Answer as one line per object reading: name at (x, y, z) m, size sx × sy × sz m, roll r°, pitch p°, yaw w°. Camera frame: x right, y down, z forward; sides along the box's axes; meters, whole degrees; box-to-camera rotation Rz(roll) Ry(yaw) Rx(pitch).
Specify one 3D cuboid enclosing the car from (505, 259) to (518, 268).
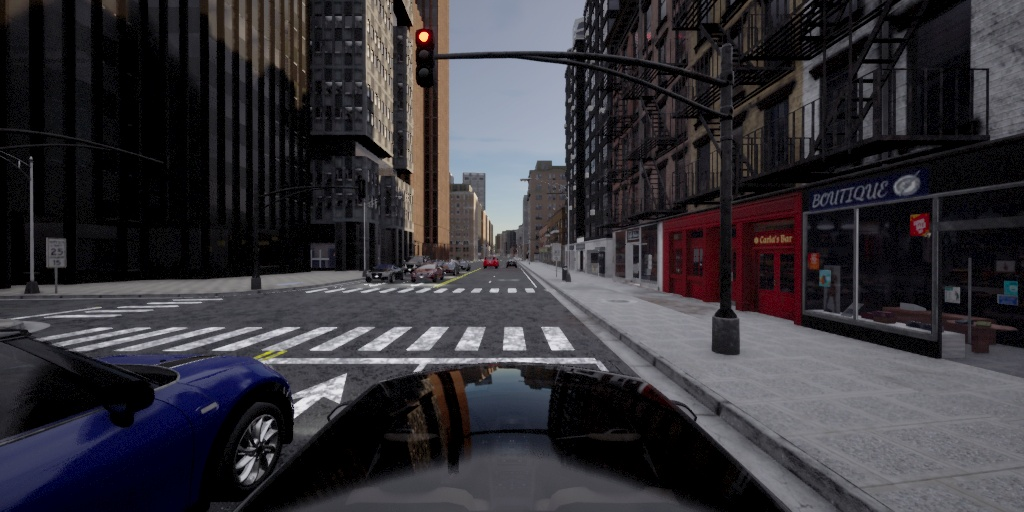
car at (-0.086, 1.272, 61.844) m, size 1.837 × 1.490 × 4.892 m, roll 0°, pitch 0°, yaw 0°

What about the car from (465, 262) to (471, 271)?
car at (-6.728, 1.328, 48.388) m, size 1.994 × 1.385 × 4.181 m, roll 0°, pitch 0°, yaw 0°

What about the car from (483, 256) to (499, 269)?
car at (-3.423, 0.988, 58.060) m, size 2.150 × 2.045 × 5.566 m, roll 0°, pitch 0°, yaw 0°

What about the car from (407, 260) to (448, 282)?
car at (-6.675, 1.282, 28.747) m, size 1.812 × 1.442 × 4.674 m, roll 0°, pitch 0°, yaw 0°

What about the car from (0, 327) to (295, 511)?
car at (-3.146, 1.102, 1.601) m, size 2.097 × 1.767 × 4.553 m, roll 0°, pitch 0°, yaw 0°

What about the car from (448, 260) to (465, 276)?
car at (-6.705, 1.307, 38.428) m, size 2.033 × 1.411 × 5.357 m, roll 0°, pitch 0°, yaw 0°

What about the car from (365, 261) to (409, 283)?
car at (-9.915, 1.320, 28.338) m, size 1.994 × 1.385 × 4.181 m, roll 0°, pitch 0°, yaw 1°

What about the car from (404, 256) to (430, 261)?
car at (-9.952, 0.981, 37.673) m, size 2.150 × 2.045 × 5.566 m, roll 0°, pitch 0°, yaw 0°
